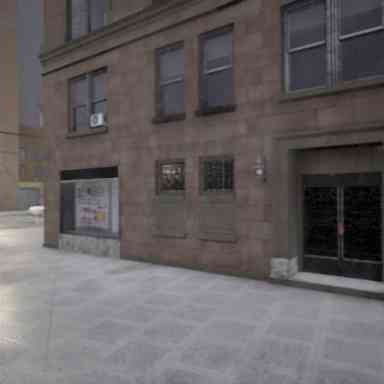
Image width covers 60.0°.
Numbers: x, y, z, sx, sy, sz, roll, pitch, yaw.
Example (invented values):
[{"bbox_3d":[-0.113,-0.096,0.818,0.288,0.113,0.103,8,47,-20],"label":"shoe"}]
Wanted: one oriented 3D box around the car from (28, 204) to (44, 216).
[{"bbox_3d":[-14.897,1.737,35.245,1.812,1.442,4.674,-1,0,35],"label":"car"}]
